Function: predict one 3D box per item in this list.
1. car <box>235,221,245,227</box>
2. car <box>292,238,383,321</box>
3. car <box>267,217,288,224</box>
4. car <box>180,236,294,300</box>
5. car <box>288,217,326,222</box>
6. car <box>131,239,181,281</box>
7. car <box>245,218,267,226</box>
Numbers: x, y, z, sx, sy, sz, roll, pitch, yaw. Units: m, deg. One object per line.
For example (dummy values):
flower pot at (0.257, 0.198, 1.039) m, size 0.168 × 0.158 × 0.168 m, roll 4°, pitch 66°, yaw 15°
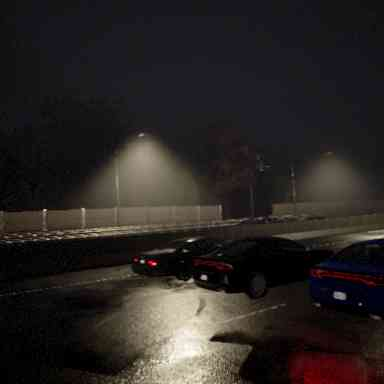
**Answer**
car at (7.659, 4.217, 43.443) m, size 4.181 × 1.385 × 1.994 m, roll 0°, pitch -5°, yaw -34°
car at (4.812, 1.779, 7.635) m, size 5.008 × 1.535 × 1.882 m, roll 0°, pitch -5°, yaw -34°
car at (10.916, 3.606, 37.233) m, size 4.181 × 1.385 × 1.994 m, roll 0°, pitch -5°, yaw -34°
car at (2.366, 2.090, 10.190) m, size 5.008 × 1.535 × 1.882 m, roll 0°, pitch -5°, yaw -34°
car at (12.439, 3.263, 34.061) m, size 4.674 × 1.442 × 1.812 m, roll 0°, pitch -5°, yaw -34°
car at (0.362, 2.468, 13.043) m, size 5.357 × 1.411 × 2.033 m, roll 0°, pitch -5°, yaw -34°
car at (9.154, 3.856, 40.257) m, size 4.892 × 1.490 × 1.837 m, roll 0°, pitch -5°, yaw -34°
